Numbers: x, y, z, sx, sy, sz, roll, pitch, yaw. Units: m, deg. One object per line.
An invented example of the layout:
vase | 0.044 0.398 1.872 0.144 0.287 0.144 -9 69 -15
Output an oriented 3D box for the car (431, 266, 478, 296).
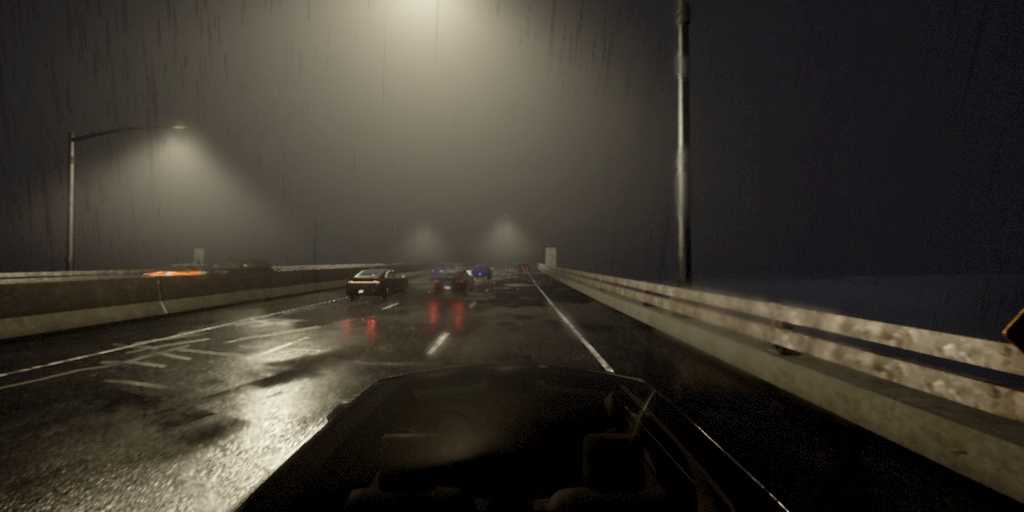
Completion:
car | -3.302 1.487 20.806 1.812 1.442 4.674 0 -1 1

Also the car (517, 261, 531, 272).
car | 2.243 1.958 62.362 1.837 1.490 4.892 0 -1 2

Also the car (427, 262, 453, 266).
car | -6.586 1.485 35.673 2.097 1.767 4.553 0 -1 1

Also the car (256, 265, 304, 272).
car | -17.409 1.614 28.134 1.994 1.385 4.181 0 -1 1

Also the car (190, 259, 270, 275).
car | -20.921 1.268 27.523 2.150 2.045 5.566 0 -1 1

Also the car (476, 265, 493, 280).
car | -3.057 1.627 37.175 1.882 1.535 5.008 0 -1 1

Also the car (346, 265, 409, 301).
car | -6.823 1.430 18.708 2.128 1.511 4.902 0 -1 1

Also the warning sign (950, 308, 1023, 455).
warning sign | 4.550 0.877 2.832 1.300 1.860 1.060 0 0 0

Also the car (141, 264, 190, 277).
car | -24.434 1.382 26.406 2.097 1.767 4.553 0 -1 1
